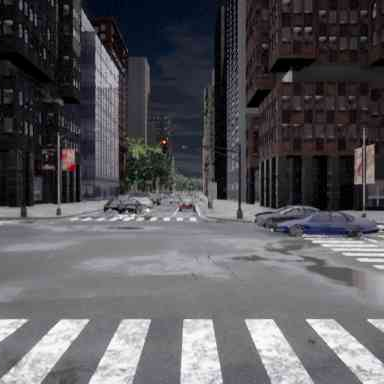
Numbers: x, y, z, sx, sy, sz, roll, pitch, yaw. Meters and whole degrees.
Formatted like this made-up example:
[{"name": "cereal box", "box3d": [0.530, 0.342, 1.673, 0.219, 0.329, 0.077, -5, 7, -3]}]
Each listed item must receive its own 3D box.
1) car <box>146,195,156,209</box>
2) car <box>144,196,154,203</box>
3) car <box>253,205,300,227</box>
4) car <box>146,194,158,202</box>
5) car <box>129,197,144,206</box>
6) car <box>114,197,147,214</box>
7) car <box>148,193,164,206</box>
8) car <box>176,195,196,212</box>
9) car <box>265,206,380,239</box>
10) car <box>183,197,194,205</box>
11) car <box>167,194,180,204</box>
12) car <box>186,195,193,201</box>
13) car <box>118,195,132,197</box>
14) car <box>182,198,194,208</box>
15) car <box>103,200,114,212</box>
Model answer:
[{"name": "car", "box3d": [-6.427, 1.526, 45.327, 1.812, 1.442, 4.674, 0, 0, 0]}, {"name": "car", "box3d": [-9.216, 1.633, 71.526, 1.802, 1.307, 4.206, 0, 0, 0]}, {"name": "car", "box3d": [6.332, 1.591, 20.902, 4.902, 1.511, 2.128, 1, 0, 0]}, {"name": "car", "box3d": [-9.243, 1.379, 76.953, 2.192, 1.841, 5.009, 0, 0, 0]}, {"name": "car", "box3d": [-9.139, 1.543, 55.078, 1.752, 1.417, 4.829, 0, 0, 0]}, {"name": "car", "box3d": [-6.380, 1.530, 35.101, 2.033, 1.411, 5.357, 0, 0, 0]}, {"name": "car", "box3d": [-6.465, 1.240, 55.970, 2.150, 2.045, 5.566, 0, 0, 0]}, {"name": "car", "box3d": [-0.539, 1.429, 39.008, 1.967, 1.590, 4.097, 0, 0, 0]}, {"name": "car", "box3d": [6.918, 1.661, 17.655, 5.357, 1.411, 2.033, 1, 0, 0]}, {"name": "car", "box3d": [-0.641, 1.573, 60.707, 1.887, 1.381, 4.507, 0, 0, 0]}, {"name": "car", "box3d": [-3.423, 1.639, 65.609, 1.895, 1.301, 4.718, 0, 0, 0]}, {"name": "car", "box3d": [-0.794, 1.649, 93.257, 1.887, 1.381, 4.507, 0, 0, 0]}, {"name": "car", "box3d": [-9.090, 1.313, 44.397, 2.192, 1.841, 5.009, 0, 0, 0]}, {"name": "car", "box3d": [-0.589, 1.590, 49.857, 1.802, 1.307, 4.206, 0, 0, 0]}, {"name": "car", "box3d": [-9.064, 1.555, 38.970, 1.947, 1.339, 4.313, 0, 0, 0]}]
